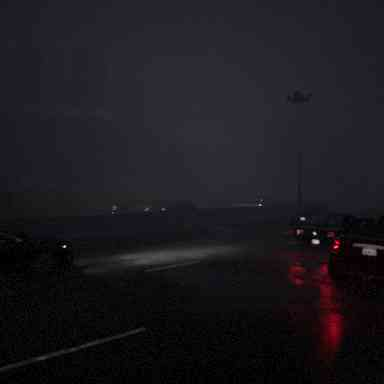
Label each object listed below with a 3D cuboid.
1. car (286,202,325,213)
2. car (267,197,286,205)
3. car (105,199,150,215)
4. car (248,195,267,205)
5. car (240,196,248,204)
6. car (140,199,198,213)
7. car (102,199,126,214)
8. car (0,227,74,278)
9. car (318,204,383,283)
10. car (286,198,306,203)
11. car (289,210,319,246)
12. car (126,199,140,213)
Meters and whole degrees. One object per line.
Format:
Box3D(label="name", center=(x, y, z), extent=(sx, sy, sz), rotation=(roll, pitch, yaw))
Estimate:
Box3D(label="car", center=(7.864, 1.569, 21.233), extent=(1.994, 1.385, 4.181), rotation=(0, 0, 41))
Box3D(label="car", center=(15.675, 1.598, 59.963), extent=(1.994, 1.385, 4.181), rotation=(0, 0, 31))
Box3D(label="car", center=(-6.945, 1.590, 36.416), extent=(1.837, 1.490, 4.892), rotation=(0, 0, 38))
Box3D(label="car", center=(12.721, 1.405, 61.844), extent=(2.097, 1.767, 4.553), rotation=(0, 0, 30))
Box3D(label="car", center=(11.206, 1.577, 66.195), extent=(2.128, 1.511, 4.902), rotation=(0, 0, 30))
Box3D(label="car", center=(-1.549, 1.401, 26.653), extent=(2.097, 1.767, 4.553), rotation=(0, 0, 42))
Box3D(label="car", center=(-6.329, 1.427, 31.739), extent=(2.097, 1.767, 4.553), rotation=(0, 0, 41))
Box3D(label="car", center=(-5.642, 1.528, 8.582), extent=(4.902, 1.511, 2.128), rotation=(0, 0, -36))
Box3D(label="car", center=(5.532, 1.347, 8.791), extent=(4.553, 1.767, 2.097), rotation=(0, 0, -42))
Box3D(label="car", center=(18.079, 1.624, 57.131), extent=(1.895, 1.301, 4.718), rotation=(0, 0, 31))
Box3D(label="car", center=(6.277, 1.601, 14.248), extent=(1.895, 1.301, 4.718), rotation=(0, 0, 45))
Box3D(label="car", center=(-3.259, 1.413, 29.959), extent=(2.097, 1.767, 4.553), rotation=(0, 0, 40))
